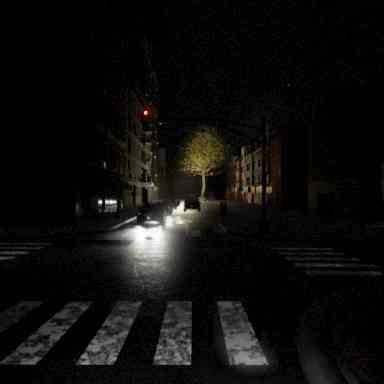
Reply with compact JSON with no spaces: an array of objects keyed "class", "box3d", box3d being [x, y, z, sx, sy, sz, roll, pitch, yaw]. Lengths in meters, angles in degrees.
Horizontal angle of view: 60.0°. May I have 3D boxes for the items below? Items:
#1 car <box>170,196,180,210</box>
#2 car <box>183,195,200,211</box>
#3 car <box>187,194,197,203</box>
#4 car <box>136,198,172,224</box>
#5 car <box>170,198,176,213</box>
[{"class":"car","box3d":[-2.925,1.542,43.141,1.994,1.385,4.181,0,0,0]},{"class":"car","box3d":[-0.005,1.456,40.212,1.882,1.535,5.008,0,0,0]},{"class":"car","box3d":[-0.070,1.330,69.350,2.097,1.767,4.553,0,0,0]},{"class":"car","box3d":[-2.908,1.479,24.744,2.128,1.511,4.902,0,0,0]},{"class":"car","box3d":[-2.933,1.582,33.955,1.895,1.301,4.718,0,0,0]}]
